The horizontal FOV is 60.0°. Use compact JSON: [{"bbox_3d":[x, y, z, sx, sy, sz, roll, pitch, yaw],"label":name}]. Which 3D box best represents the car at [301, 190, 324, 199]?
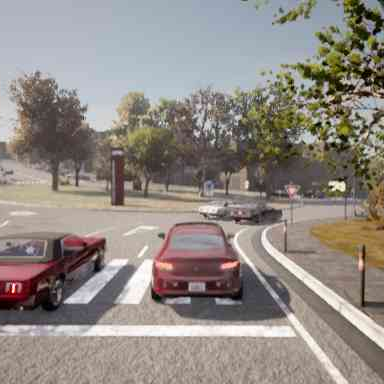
[{"bbox_3d":[20.623,0.386,57.239,2.128,1.511,4.902,0,2,-15],"label":"car"}]

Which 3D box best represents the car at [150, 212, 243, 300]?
[{"bbox_3d":[0.105,1.456,8.072,1.812,1.442,4.674,0,1,0],"label":"car"}]

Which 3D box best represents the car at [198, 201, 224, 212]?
[{"bbox_3d":[2.703,1.378,26.450,1.895,1.301,4.718,3,2,41],"label":"car"}]

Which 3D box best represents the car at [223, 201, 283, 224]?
[{"bbox_3d":[4.706,1.437,23.967,2.033,1.411,5.357,2,2,37],"label":"car"}]

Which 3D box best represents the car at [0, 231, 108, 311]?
[{"bbox_3d":[-3.385,1.537,7.562,1.895,1.301,4.718,0,1,1],"label":"car"}]

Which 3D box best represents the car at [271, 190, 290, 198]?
[{"bbox_3d":[16.014,0.360,60.957,1.895,1.301,4.718,-1,2,-23],"label":"car"}]
